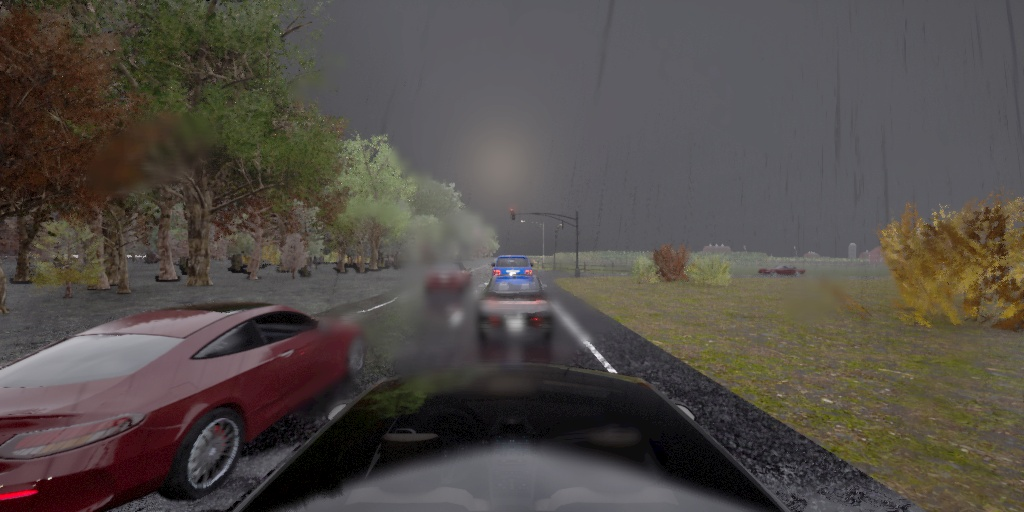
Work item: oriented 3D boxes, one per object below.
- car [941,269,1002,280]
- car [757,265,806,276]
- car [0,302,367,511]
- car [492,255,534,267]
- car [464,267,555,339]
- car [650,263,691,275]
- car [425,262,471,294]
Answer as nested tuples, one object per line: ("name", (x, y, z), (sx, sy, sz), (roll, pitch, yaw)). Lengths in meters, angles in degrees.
("car", (51.210, 1.835, 39.663), (4.674, 1.442, 1.812), (1, -1, 1))
("car", (32.493, 1.766, 43.310), (4.718, 1.301, 1.895), (1, -1, 0))
("car", (-3.410, 1.277, 4.309), (1.812, 1.442, 4.674), (0, 0, 0))
("car", (0.037, 0.977, 20.045), (2.150, 2.045, 5.566), (0, 0, 0))
("car", (0.074, 1.244, 10.128), (2.128, 1.511, 4.902), (0, 0, 0))
("car", (19.235, 1.525, 43.325), (4.892, 1.490, 1.837), (1, -1, 0))
("car", (-3.467, 1.107, 20.477), (2.097, 1.767, 4.553), (0, 0, 0))
